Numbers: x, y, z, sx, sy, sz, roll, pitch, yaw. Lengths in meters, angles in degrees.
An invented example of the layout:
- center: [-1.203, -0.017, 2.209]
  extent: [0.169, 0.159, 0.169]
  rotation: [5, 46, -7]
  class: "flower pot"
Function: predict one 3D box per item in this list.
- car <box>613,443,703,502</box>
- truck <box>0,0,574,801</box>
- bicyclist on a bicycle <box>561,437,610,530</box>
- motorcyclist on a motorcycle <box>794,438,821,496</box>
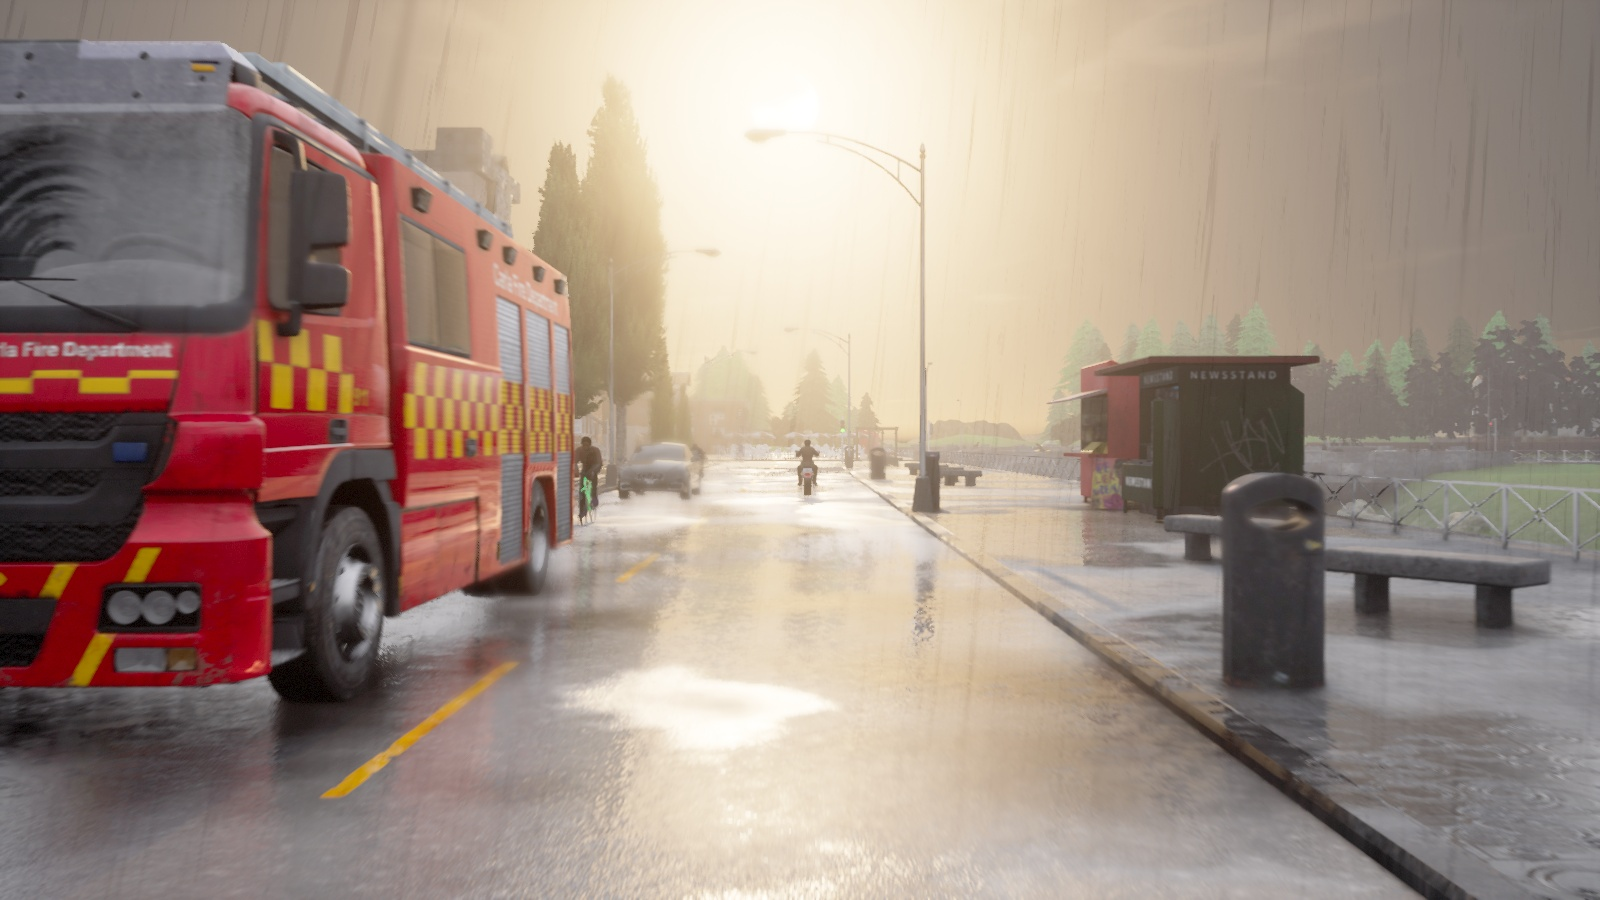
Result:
- center: [-3.789, 0.555, 34.252]
  extent: [1.837, 1.490, 4.892]
  rotation: [0, 0, 1]
  class: "car"
- center: [-3.934, -0.475, 9.465]
  extent: [2.891, 3.827, 8.468]
  rotation: [0, 0, 0]
  class: "truck"
- center: [-3.853, 0.568, 22.676]
  extent: [0.582, 1.620, 1.656]
  rotation: [0, 1, 0]
  class: "bicyclist on a bicycle"
- center: [0.221, 0.490, 36.775]
  extent: [0.766, 1.649, 2.350]
  rotation: [0, 0, 0]
  class: "motorcyclist on a motorcycle"
